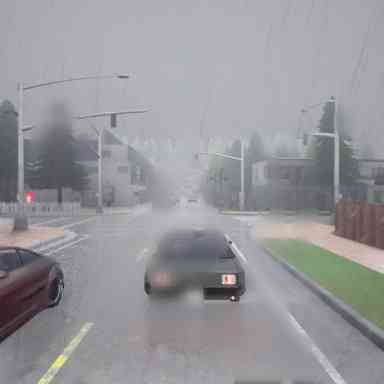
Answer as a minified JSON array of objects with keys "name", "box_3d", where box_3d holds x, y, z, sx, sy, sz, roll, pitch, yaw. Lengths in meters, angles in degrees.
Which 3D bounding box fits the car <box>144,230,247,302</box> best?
[{"name":"car","box_3d":[0.072,1.601,8.219,1.895,1.301,4.718,0,0,0]}]

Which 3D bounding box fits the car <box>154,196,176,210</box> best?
[{"name":"car","box_3d":[-3.578,1.352,42.005,2.097,1.767,4.553,0,0,0]}]

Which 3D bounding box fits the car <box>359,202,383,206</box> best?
[{"name":"car","box_3d":[15.313,1.582,29.278,4.718,1.301,1.895,0,0,-8]}]

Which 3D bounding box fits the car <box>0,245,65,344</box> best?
[{"name":"car","box_3d":[-3.598,1.564,5.131,1.994,1.385,4.181,0,0,0]}]

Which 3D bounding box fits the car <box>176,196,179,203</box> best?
[{"name":"car","box_3d":[-3.568,1.526,53.187,1.812,1.442,4.674,0,0,0]}]

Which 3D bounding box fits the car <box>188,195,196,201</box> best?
[{"name":"car","box_3d":[0.039,1.478,81.486,1.882,1.535,5.008,0,0,0]}]

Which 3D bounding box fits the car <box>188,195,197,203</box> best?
[{"name":"car","box_3d":[0.037,1.595,71.450,1.895,1.301,4.718,0,0,0]}]
